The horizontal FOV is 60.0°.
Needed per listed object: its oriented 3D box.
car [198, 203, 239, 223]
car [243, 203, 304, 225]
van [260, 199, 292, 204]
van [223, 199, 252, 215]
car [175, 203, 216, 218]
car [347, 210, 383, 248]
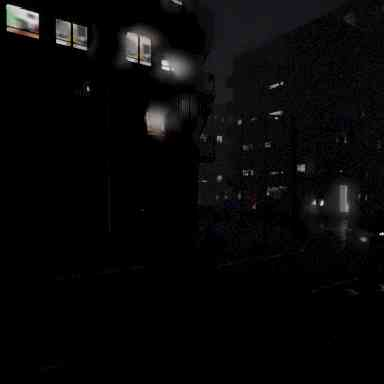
[{"bbox_3d":[1.699,1.874,28.653,1.802,1.307,4.206,-1,0,-36],"label":"car"},{"bbox_3d":[6.486,1.824,26.511,1.895,1.301,4.718,0,-1,-37],"label":"car"},{"bbox_3d":[8.424,1.602,33.589,1.690,1.788,3.998,-1,0,-36],"label":"van"},{"bbox_3d":[5.096,1.676,38.095,1.690,1.788,3.998,-1,0,-36],"label":"van"},{"bbox_3d":[0.254,1.886,34.956,1.812,1.442,4.674,0,-1,-37],"label":"car"},{"bbox_3d":[8.291,1.505,13.639,4.902,1.511,2.128,1,0,-36],"label":"car"}]
